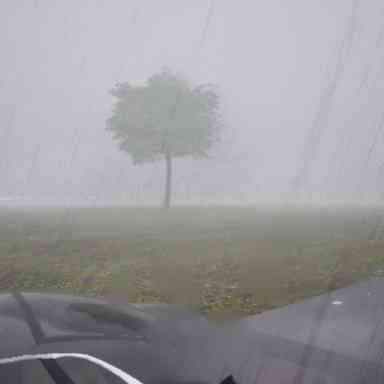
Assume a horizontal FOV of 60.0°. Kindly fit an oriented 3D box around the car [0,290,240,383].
[{"bbox_3d":[-1.889,1.502,1.730,4.892,1.490,1.837,0,0,-35],"label":"car"}]
